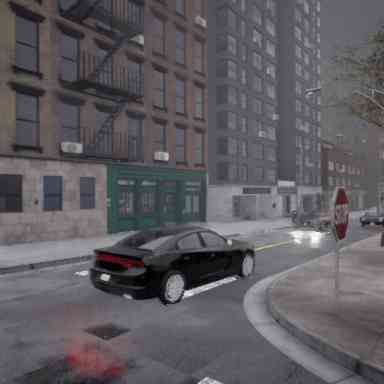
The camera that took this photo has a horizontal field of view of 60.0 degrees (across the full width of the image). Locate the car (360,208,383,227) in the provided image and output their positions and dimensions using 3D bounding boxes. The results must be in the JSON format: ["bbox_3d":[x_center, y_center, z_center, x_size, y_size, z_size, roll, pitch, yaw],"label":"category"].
[{"bbox_3d":[16.017,2.321,28.660,1.895,1.301,4.718,0,-2,39],"label":"car"}]

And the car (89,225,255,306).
[{"bbox_3d":[-0.179,1.601,8.548,1.882,1.535,5.008,0,-1,39],"label":"car"}]

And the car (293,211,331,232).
[{"bbox_3d":[9.180,2.123,24.868,1.994,1.385,4.181,0,-2,39],"label":"car"}]
